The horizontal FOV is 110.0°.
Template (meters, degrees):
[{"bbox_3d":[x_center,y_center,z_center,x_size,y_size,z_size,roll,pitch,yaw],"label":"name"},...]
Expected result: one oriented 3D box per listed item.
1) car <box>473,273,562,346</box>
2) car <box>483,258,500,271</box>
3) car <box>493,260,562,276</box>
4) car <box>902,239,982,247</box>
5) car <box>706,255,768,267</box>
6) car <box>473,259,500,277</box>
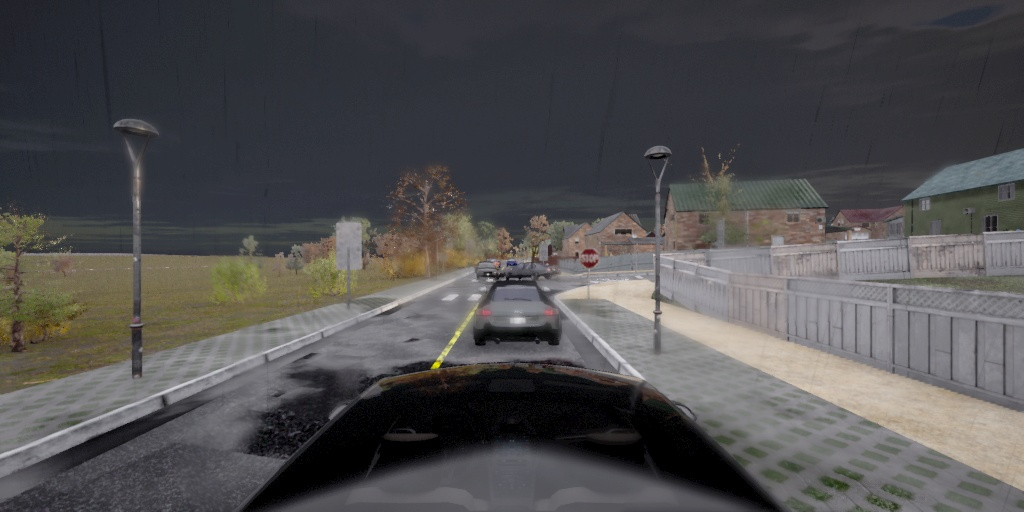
[{"bbox_3d":[0.096,1.313,9.453,1.994,1.385,4.181,0,0,-1],"label":"car"},{"bbox_3d":[-2.887,1.120,51.194,2.097,1.767,4.553,0,0,1],"label":"car"},{"bbox_3d":[1.315,1.197,28.468,5.357,1.411,2.033,-4,-3,43],"label":"car"},{"bbox_3d":[23.873,-0.208,20.441,4.902,1.511,2.128,-3,0,14],"label":"car"},{"bbox_3d":[14.370,0.413,22.855,4.181,1.385,1.994,-3,0,16],"label":"car"},{"bbox_3d":[-2.274,1.257,31.377,1.837,1.490,4.892,0,0,-8],"label":"car"}]
